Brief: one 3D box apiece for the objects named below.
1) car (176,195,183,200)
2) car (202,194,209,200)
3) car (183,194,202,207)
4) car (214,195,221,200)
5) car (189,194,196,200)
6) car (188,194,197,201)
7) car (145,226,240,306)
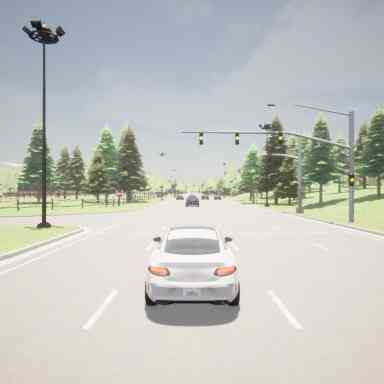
[{"bbox_3d":[-3.356,1.553,93.217,1.994,1.385,4.181,0,0,0],"label":"car"},{"bbox_3d":[3.644,1.355,93.209,2.097,1.767,4.553,0,0,0],"label":"car"},{"bbox_3d":[0.080,1.352,51.769,2.097,1.767,4.553,0,0,0],"label":"car"},{"bbox_3d":[7.144,1.525,93.234,2.128,1.511,4.902,0,0,0],"label":"car"},{"bbox_3d":[0.144,1.332,92.832,1.837,1.490,4.892,0,0,0],"label":"car"},{"bbox_3d":[0.128,1.348,82.798,2.097,1.767,4.553,0,0,0],"label":"car"},{"bbox_3d":[0.018,1.526,7.895,1.812,1.442,4.674,0,0,0],"label":"car"}]
